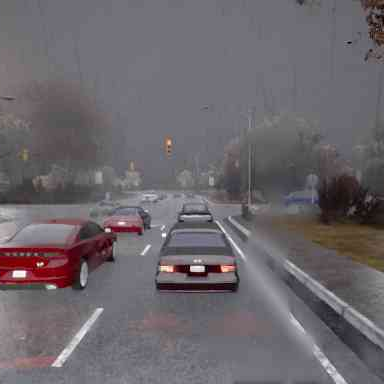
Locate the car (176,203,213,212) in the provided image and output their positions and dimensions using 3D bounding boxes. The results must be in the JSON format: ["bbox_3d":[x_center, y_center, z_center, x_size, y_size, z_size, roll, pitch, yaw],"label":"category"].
[{"bbox_3d":[0.141,1.380,18.632,2.128,1.511,4.902,0,0,-1],"label":"car"}]

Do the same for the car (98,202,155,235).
[{"bbox_3d":[-3.387,1.458,18.001,1.994,1.385,4.181,0,0,0],"label":"car"}]

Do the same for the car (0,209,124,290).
[{"bbox_3d":[-3.392,1.445,9.014,1.882,1.535,5.008,0,0,0],"label":"car"}]

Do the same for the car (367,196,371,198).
[{"bbox_3d":[24.093,1.217,43.784,5.357,1.411,2.033,0,1,-3],"label":"car"}]

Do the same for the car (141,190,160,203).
[{"bbox_3d":[-7.057,0.785,55.251,2.150,2.045,5.566,0,1,0],"label":"car"}]

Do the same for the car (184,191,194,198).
[{"bbox_3d":[-0.436,0.716,86.199,2.128,1.511,4.902,0,1,-4],"label":"car"}]

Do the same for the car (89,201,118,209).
[{"bbox_3d":[-7.081,1.409,27.879,1.895,1.301,4.718,0,0,0],"label":"car"}]

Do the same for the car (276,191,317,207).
[{"bbox_3d":[13.792,0.896,43.207,5.566,2.045,2.150,0,1,-4],"label":"car"}]

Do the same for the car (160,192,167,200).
[{"bbox_3d":[-6.984,0.929,69.166,2.128,1.511,4.902,0,1,0],"label":"car"}]

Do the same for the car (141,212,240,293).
[{"bbox_3d":[0.106,1.516,8.940,2.033,1.411,5.357,0,0,0],"label":"car"}]

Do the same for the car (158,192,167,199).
[{"bbox_3d":[-7.273,0.780,82.393,2.128,1.511,4.902,0,1,-2],"label":"car"}]

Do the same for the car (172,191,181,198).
[{"bbox_3d":[-3.936,0.788,86.115,1.895,1.301,4.718,0,1,-4],"label":"car"}]
